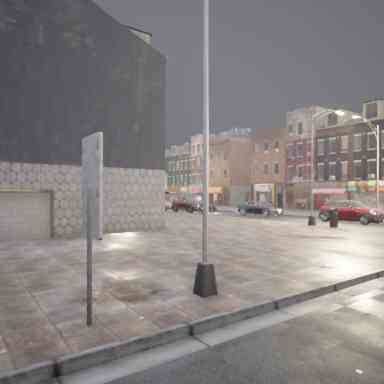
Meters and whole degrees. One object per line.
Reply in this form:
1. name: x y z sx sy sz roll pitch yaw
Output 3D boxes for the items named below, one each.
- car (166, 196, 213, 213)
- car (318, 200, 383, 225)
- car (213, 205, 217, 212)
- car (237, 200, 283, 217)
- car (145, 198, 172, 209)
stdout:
1. car: -0.400 1.410 37.223 2.192 1.841 5.009 0 0 -35
2. car: 11.799 1.396 24.534 2.097 1.767 4.553 0 0 -36
3. car: 0.747 1.658 40.002 2.033 1.411 5.357 0 0 -35
4. car: 6.474 1.566 31.948 2.128 1.511 4.902 0 0 -35
5. car: -4.956 1.674 48.075 1.812 1.442 4.674 0 0 -35
